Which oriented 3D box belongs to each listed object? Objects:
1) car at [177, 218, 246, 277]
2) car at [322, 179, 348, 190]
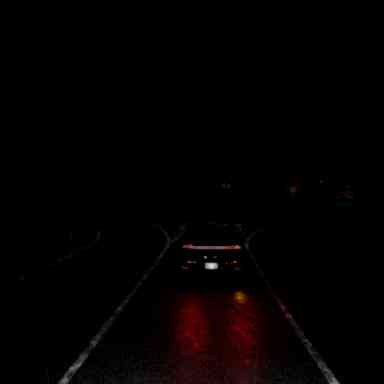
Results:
[{"bbox_3d":[0.595,1.556,10.561,2.128,1.511,4.902,0,1,3],"label":"car"},{"bbox_3d":[20.396,-1.151,47.337,1.837,1.490,4.892,0,4,-9],"label":"car"}]
